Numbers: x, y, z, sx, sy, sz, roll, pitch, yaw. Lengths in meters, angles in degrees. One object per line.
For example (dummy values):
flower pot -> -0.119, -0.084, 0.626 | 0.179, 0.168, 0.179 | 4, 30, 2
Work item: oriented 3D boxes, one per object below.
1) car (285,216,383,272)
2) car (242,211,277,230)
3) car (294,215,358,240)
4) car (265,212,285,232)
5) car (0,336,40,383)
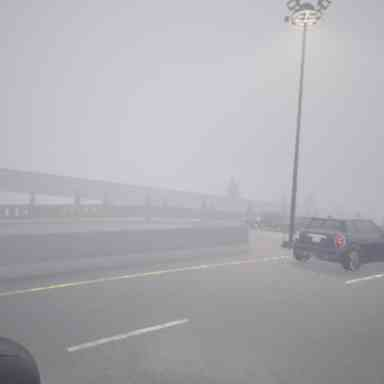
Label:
car -> 5.826, 1.704, 12.199 | 4.553, 1.767, 2.097 | 4, -2, -35
car -> 6.695, 2.522, 30.257 | 4.553, 1.767, 2.097 | 6, -4, -35
car -> 9.657, 2.553, 23.772 | 4.892, 1.490, 1.837 | 6, -4, -35
car -> 8.921, 2.741, 27.548 | 5.357, 1.411, 2.033 | 7, -4, -35
car -> -3.329, 1.472, 1.372 | 5.008, 1.535, 1.882 | 0, 0, -35
